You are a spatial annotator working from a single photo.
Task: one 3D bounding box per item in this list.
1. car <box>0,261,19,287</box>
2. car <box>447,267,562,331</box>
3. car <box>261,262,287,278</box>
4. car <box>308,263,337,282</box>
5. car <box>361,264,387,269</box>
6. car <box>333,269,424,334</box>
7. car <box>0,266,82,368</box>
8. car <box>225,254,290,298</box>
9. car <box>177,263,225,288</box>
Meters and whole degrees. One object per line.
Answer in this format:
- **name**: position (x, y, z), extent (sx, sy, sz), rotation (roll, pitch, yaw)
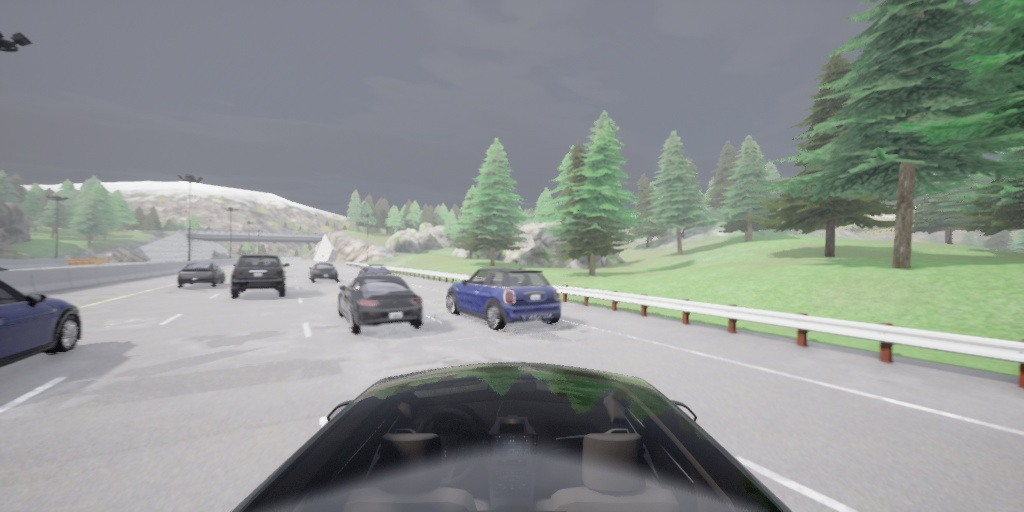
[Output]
- **car**: position (-30.289, 1.049, 19.631), extent (2.128, 1.511, 4.902), rotation (1, 0, -32)
- **car**: position (-0.459, 1.144, 11.584), extent (2.097, 1.767, 4.553), rotation (1, 0, -31)
- **car**: position (-22.701, 1.297, 34.336), extent (1.895, 1.301, 4.718), rotation (1, 0, -32)
- **car**: position (-14.884, 1.265, 28.324), extent (1.812, 1.442, 4.674), rotation (1, 0, -32)
- **car**: position (-10.937, 1.340, 28.622), extent (1.994, 1.385, 4.181), rotation (1, 0, -32)
- **car**: position (-4.023, 1.281, 10.725), extent (1.812, 1.442, 4.674), rotation (1, 0, -31)
- **car**: position (-9.019, 1.037, 5.464), extent (2.097, 1.767, 4.553), rotation (1, 0, -31)
- **car**: position (-12.924, 0.933, 18.536), extent (2.150, 2.045, 5.566), rotation (1, 0, -32)
- **car**: position (-19.859, 1.160, 23.089), extent (2.128, 1.511, 4.902), rotation (1, 0, -32)
